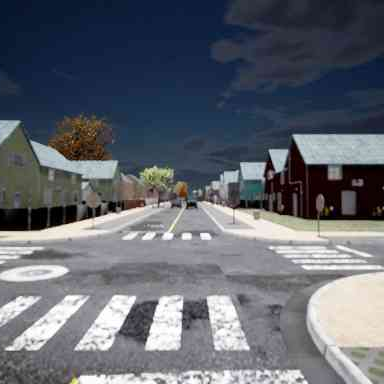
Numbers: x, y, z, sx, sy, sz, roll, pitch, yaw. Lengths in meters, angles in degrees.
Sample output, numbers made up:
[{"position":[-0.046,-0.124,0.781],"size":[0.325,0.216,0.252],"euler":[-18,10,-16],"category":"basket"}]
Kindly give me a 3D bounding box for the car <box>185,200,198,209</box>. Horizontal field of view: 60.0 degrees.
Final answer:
[{"position":[-0.045,2.077,55.702],"size":[1.837,1.490,4.892],"euler":[0,-1,0],"category":"car"}]

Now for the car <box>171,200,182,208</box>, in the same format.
[{"position":[-2.798,2.182,60.286],"size":[2.033,1.411,5.357],"euler":[0,-1,0],"category":"car"}]

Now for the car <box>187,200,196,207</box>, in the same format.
[{"position":[-0.053,2.244,66.121],"size":[1.812,1.442,4.674],"euler":[0,-1,0],"category":"car"}]
